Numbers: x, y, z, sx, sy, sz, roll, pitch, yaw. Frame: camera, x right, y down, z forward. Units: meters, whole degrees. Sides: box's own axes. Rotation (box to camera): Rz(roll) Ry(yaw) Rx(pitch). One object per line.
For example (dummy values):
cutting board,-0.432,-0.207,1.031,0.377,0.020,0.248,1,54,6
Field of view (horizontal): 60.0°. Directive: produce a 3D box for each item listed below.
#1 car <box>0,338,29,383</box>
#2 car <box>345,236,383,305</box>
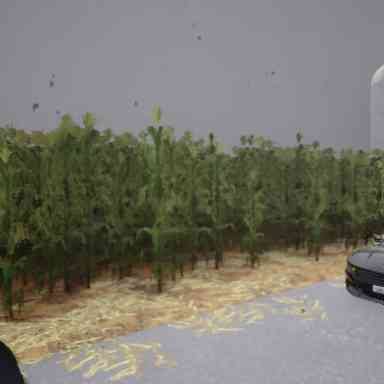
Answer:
car,-2.952,1.567,1.437,4.181,1.385,1.994,0,0,-35
car,5.328,1.402,7.205,5.008,1.535,1.882,-1,1,-35
